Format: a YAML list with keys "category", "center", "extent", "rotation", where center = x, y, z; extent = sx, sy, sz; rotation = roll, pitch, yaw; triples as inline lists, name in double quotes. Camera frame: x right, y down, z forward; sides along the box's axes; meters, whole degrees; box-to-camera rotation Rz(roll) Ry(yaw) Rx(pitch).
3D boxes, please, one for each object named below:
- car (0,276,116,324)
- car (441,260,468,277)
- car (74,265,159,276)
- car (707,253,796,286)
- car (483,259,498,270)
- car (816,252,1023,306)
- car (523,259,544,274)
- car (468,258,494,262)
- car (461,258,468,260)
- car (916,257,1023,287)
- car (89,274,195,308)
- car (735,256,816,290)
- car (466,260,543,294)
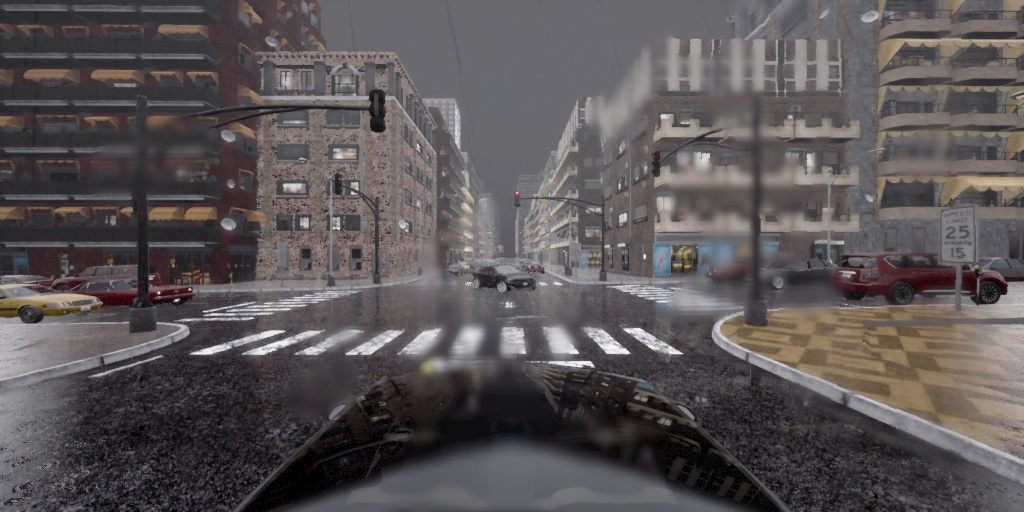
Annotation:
- category: "car"
  center: [-17.654, 1.585, 12.812]
  extent: [4.829, 1.417, 1.751]
  rotation: [0, 0, -1]
- category: "car"
  center: [-5.762, 1.322, 35.163]
  extent: [1.948, 1.339, 4.313]
  rotation: [0, 0, 0]
- category: "car"
  center: [-23.640, 1.462, 21.095]
  extent: [5.009, 1.841, 2.192]
  rotation: [0, 0, -1]
- category: "car"
  center: [14.533, 0.759, 21.543]
  extent: [5.009, 1.841, 2.192]
  rotation: [0, 0, -1]
- category: "car"
  center: [-3.202, 1.242, 54.571]
  extent: [1.882, 1.535, 5.008]
  rotation: [0, 0, 0]
- category: "car"
  center: [14.686, 0.775, 13.164]
  extent: [5.009, 1.841, 2.192]
  rotation: [0, 0, -1]
- category: "car"
  center: [2.606, 1.198, 40.866]
  extent: [1.967, 1.591, 4.097]
  rotation: [0, 0, 0]
- category: "car"
  center: [-3.176, 1.248, 37.368]
  extent: [2.128, 1.511, 4.902]
  rotation: [0, 0, 0]
- category: "car"
  center: [-5.774, 1.283, 40.676]
  extent: [1.751, 1.417, 4.829]
  rotation: [0, 0, 0]
- category: "car"
  center: [25.299, 0.796, 19.067]
  extent: [5.357, 1.411, 2.033]
  rotation: [-1, 0, -1]
- category: "car"
  center: [-16.630, 1.633, 15.408]
  extent: [4.718, 1.301, 1.895]
  rotation: [-1, 0, 0]
- category: "car"
  center: [14.934, 0.947, 18.956]
  extent: [4.892, 1.490, 1.837]
  rotation: [-1, 0, -1]
- category: "car"
  center: [-0.591, 1.209, 20.659]
  extent: [1.882, 1.535, 5.008]
  rotation: [-2, 0, -31]
